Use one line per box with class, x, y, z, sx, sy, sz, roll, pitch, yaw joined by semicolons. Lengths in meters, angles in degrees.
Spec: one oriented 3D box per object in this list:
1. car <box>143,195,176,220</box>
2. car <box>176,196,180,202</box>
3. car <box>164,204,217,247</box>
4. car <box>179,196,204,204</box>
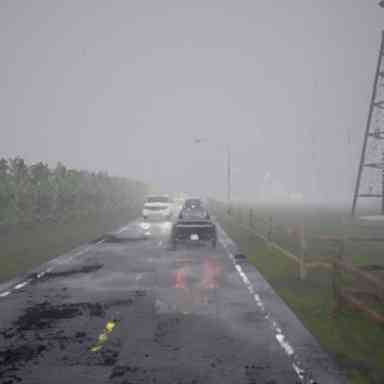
car;-2.852;1.248;28.693;2.150;2.045;5.566;0;0;0
car;-2.759;1.560;70.530;1.882;1.535;5.008;0;0;0
car;0.094;1.503;14.972;2.128;1.511;4.902;0;0;0
car;0.097;1.384;32.787;2.097;1.767;4.553;0;0;0
